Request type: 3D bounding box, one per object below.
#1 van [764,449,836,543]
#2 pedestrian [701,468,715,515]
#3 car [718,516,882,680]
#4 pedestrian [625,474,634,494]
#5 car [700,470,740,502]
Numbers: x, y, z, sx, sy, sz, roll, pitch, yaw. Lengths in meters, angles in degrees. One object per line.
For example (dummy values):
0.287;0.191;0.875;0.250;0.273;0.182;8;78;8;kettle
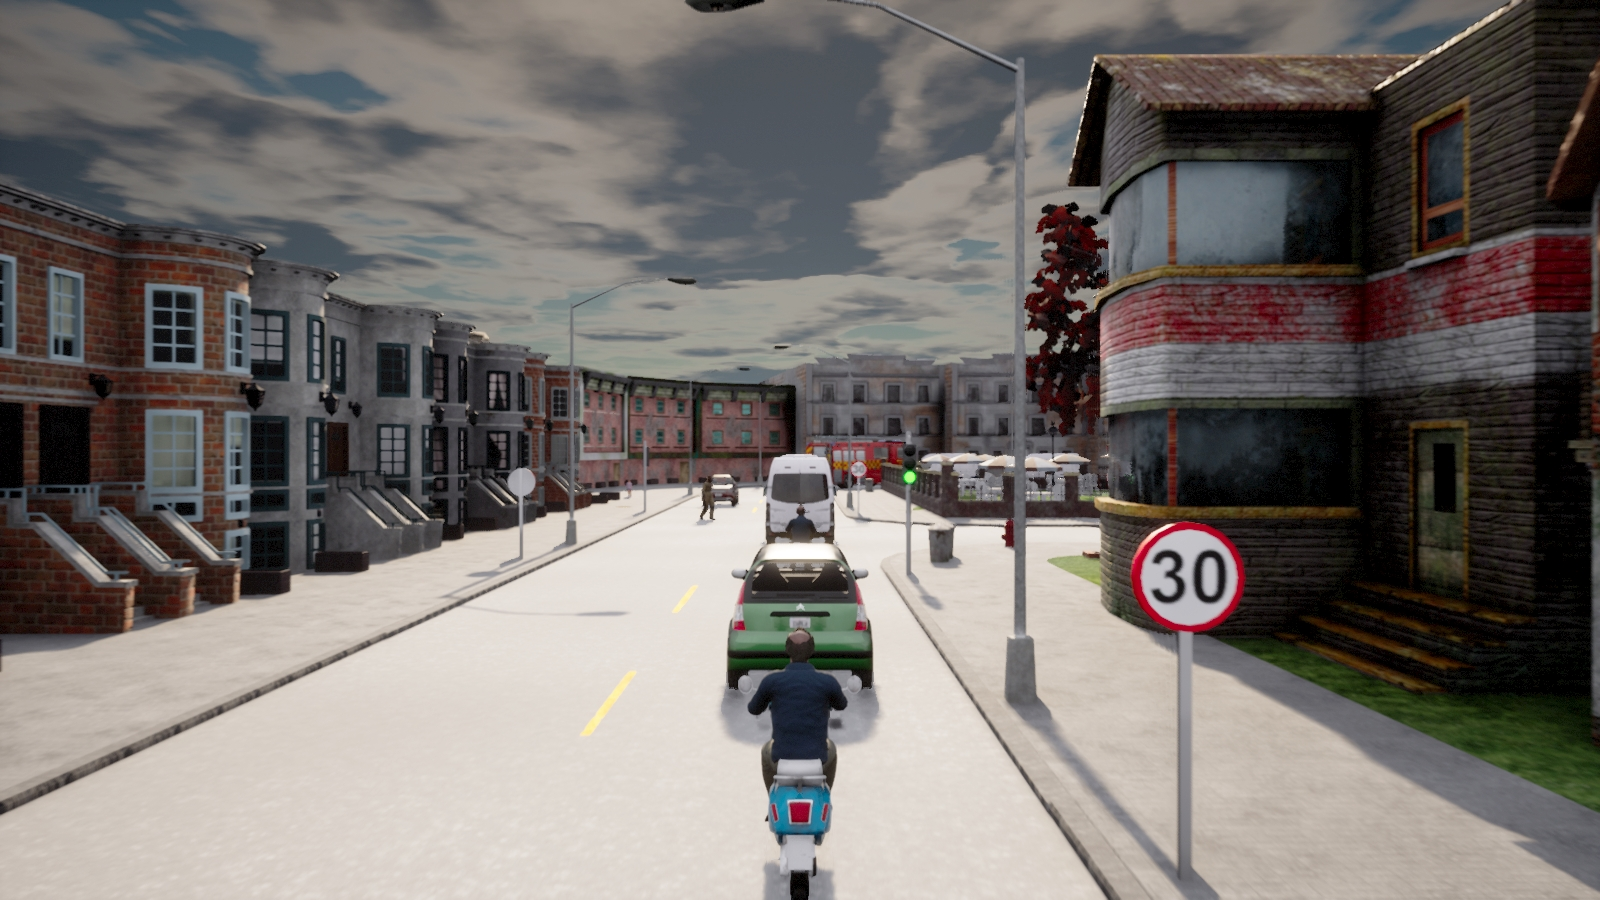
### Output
-0.007;1.311;34.403;1.988;2.561;5.915;0;-1;0;van
-3.627;1.630;45.045;0.375;1.860;0.375;0;0;-44;pedestrian
-0.004;1.780;14.878;1.851;1.617;3.988;0;0;0;car
-9.494;1.907;63.681;0.500;1.100;0.500;0;0;-9;pedestrian
-4.017;1.807;58.039;1.789;1.549;3.705;0;0;0;car
